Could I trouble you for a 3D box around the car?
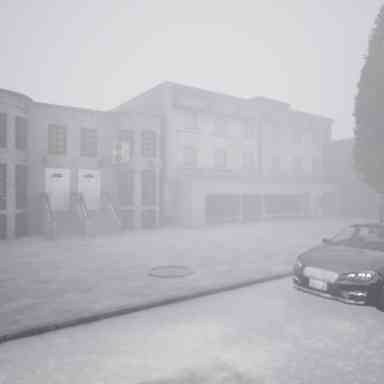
[{"bbox_3d":[4.386,1.492,7.729,4.902,1.511,2.128,0,0,-35],"label":"car"}]
